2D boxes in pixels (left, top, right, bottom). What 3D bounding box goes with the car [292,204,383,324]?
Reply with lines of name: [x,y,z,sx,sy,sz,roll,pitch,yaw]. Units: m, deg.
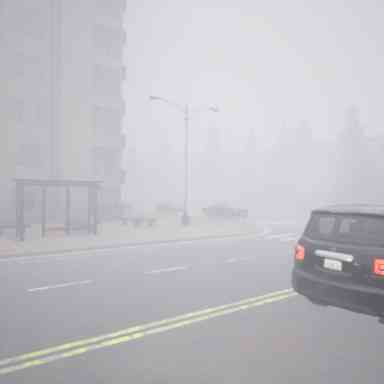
car: [4.456,1.287,6.923,5.566,2.045,2.150,1,0,-35]

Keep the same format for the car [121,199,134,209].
car: [-10.010,1.606,45.101,4.892,1.490,1.837,0,0,32]

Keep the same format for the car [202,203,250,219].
car: [3.034,1.719,30.422,1.895,1.301,4.718,1,0,-36]

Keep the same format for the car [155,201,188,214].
car: [-2.360,1.680,37.609,1.994,1.385,4.181,1,0,-39]
